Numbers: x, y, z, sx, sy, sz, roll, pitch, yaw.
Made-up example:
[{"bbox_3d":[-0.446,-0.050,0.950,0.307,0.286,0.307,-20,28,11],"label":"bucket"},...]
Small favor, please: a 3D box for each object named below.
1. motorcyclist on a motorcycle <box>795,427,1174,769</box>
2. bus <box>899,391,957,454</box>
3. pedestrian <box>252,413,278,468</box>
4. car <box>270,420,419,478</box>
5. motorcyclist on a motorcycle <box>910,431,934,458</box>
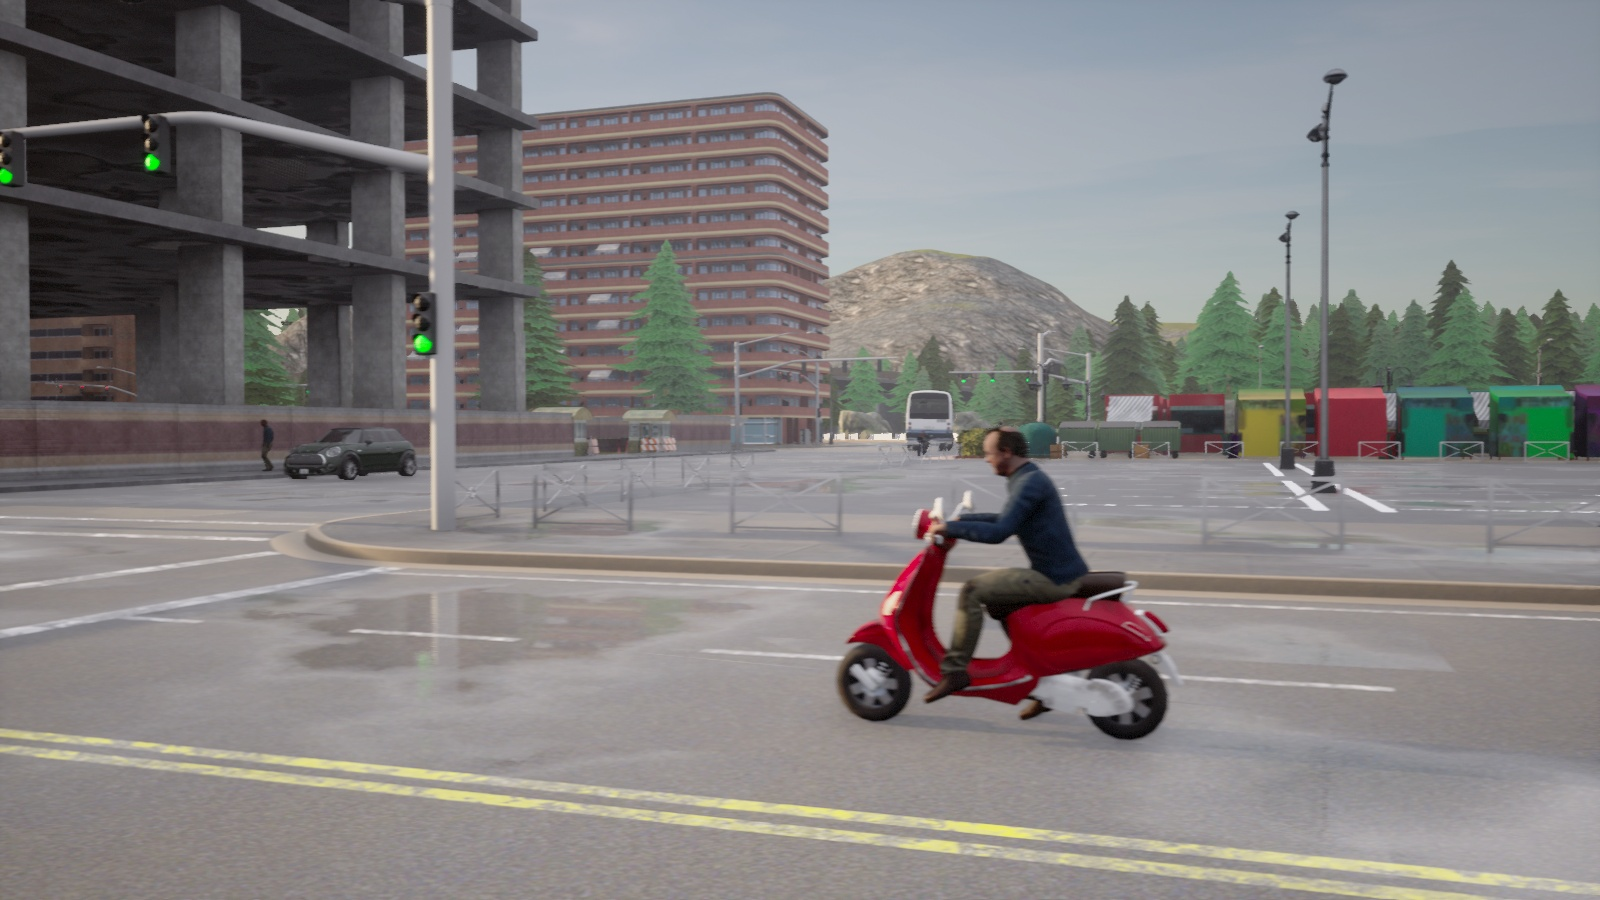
[{"bbox_3d":[0.979,0.679,6.550,1.817,1.590,0.866,1,1,19],"label":"motorcyclist on a motorcycle"},{"bbox_3d":[9.458,-2.000,92.301,3.944,4.253,10.273,1,1,6],"label":"bus"},{"bbox_3d":[-18.191,-0.327,42.718,0.726,1.835,0.370,0,1,-37],"label":"pedestrian"},{"bbox_3d":[-14.492,-0.069,40.249,2.097,1.767,4.553,1,1,18],"label":"car"},{"bbox_3d":[6.945,-0.311,71.496,0.866,1.530,2.191,1,1,18],"label":"motorcyclist on a motorcycle"}]
